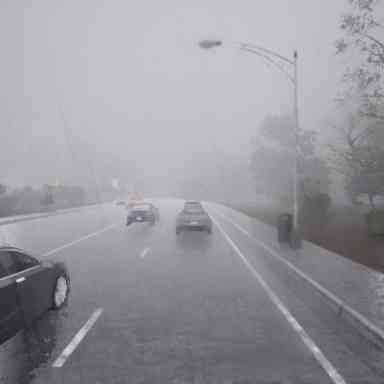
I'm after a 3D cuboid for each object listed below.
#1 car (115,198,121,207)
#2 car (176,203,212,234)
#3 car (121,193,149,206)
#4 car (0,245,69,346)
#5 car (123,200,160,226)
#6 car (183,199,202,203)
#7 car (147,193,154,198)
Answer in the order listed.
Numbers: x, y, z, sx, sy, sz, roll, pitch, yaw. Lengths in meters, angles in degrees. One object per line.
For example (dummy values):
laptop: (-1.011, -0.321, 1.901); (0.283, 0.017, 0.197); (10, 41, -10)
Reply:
car: (-10.809, 1.571, 52.752); (1.994, 1.385, 4.181); (0, 0, -1)
car: (0.098, 1.567, 19.239); (1.994, 1.385, 4.181); (0, 0, 0)
car: (-7.135, 1.359, 42.148); (2.097, 1.767, 4.553); (0, 0, 0)
car: (-3.401, 1.506, 4.864); (1.837, 1.490, 4.892); (0, 0, 0)
car: (-3.388, 1.530, 23.587); (1.812, 1.442, 4.674); (0, 0, 0)
car: (0.092, 1.498, 37.043); (2.128, 1.511, 4.902); (0, 0, 0)
car: (-10.661, 0.980, 83.303); (2.097, 1.767, 4.553); (0, 0, -13)
